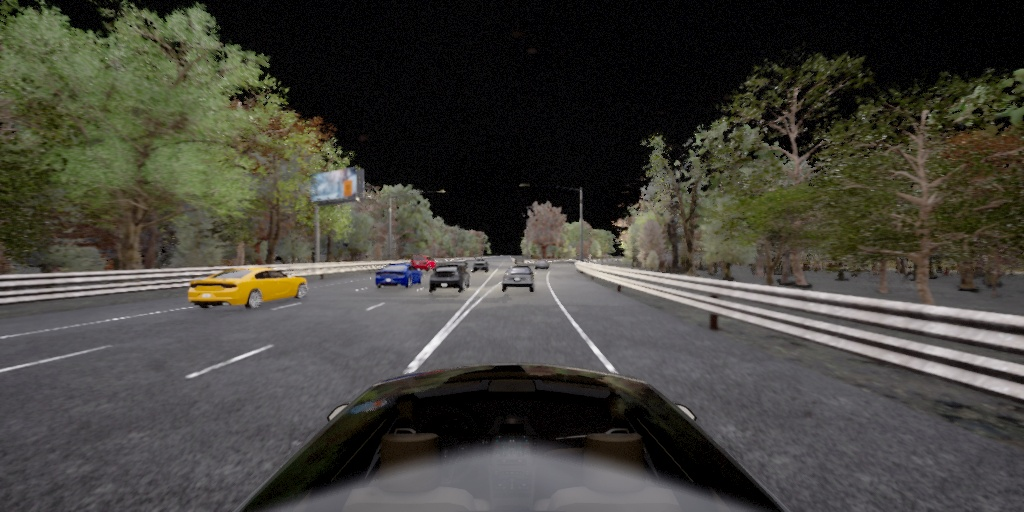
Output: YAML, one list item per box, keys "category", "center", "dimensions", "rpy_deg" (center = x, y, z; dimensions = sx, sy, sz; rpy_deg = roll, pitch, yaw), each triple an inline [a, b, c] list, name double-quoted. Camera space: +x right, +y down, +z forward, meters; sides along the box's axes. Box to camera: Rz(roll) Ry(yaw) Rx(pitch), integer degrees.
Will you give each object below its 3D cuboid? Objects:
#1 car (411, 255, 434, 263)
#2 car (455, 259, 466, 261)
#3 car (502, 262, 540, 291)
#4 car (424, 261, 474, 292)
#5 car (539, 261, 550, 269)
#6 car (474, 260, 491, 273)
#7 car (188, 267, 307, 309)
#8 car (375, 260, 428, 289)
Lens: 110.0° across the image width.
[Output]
- category: "car"
  center: [-10.781, 0.953, 43.516]
  dimensions: [2.150, 2.045, 5.566]
  rpy_deg: [0, 0, 0]
- category: "car"
  center: [-7.349, 1.230, 51.376]
  dimensions: [2.128, 1.511, 4.902]
  rpy_deg: [0, 0, 0]
- category: "car"
  center: [0.490, 1.298, 21.905]
  dimensions: [2.033, 1.411, 5.357]
  rpy_deg: [0, 0, 5]
- category: "car"
  center: [-3.591, 1.250, 21.245]
  dimensions: [1.837, 1.490, 4.892]
  rpy_deg: [0, 0, 0]
- category: "car"
  center: [4.871, 1.405, 56.991]
  dimensions: [1.994, 1.385, 4.181]
  rpy_deg: [0, 0, 10]
- category: "car"
  center: [-3.792, 1.251, 44.629]
  dimensions: [1.837, 1.490, 4.892]
  rpy_deg: [0, 0, 0]
- category: "car"
  center: [-10.535, 1.207, 14.814]
  dimensions: [1.882, 1.535, 5.008]
  rpy_deg: [0, 0, 0]
- category: "car"
  center: [-7.106, 1.214, 23.039]
  dimensions: [1.882, 1.535, 5.008]
  rpy_deg: [0, 0, 0]
